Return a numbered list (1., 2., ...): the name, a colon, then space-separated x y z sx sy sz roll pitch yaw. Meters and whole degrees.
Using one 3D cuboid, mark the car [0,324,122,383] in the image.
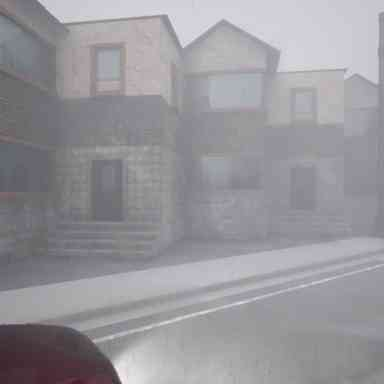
1. car: -2.467 1.564 2.002 4.181 1.385 1.994 0 0 -35
